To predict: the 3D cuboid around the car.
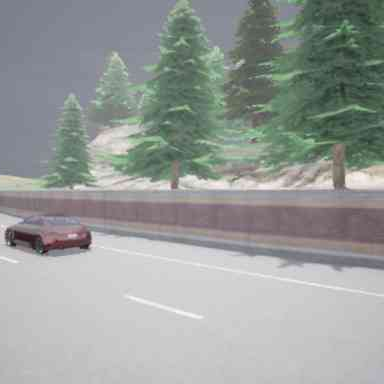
[{"bbox_3d":[-5.860,1.560,13.443,4.181,1.385,1.994,0,0,41],"label":"car"}]
